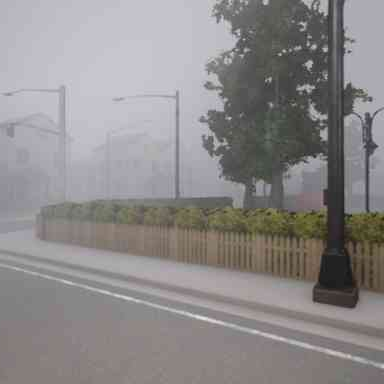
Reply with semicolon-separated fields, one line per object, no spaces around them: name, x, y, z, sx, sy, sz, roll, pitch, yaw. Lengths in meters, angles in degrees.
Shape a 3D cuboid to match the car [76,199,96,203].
car;-10.608;1.488;33.438;2.128;1.511;4.902;0;0;35
